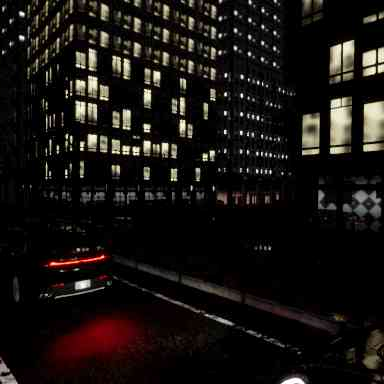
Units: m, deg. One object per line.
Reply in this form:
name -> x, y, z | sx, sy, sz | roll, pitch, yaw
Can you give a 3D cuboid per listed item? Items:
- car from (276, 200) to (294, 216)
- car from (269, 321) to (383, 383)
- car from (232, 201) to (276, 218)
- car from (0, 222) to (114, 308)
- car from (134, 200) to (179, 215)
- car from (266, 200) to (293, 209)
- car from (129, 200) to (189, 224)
car -> 10.323, 1.940, 37.449 | 4.206, 1.307, 1.802 | 1, 0, -40
car -> 2.432, 1.352, 1.321 | 2.097, 1.767, 4.553 | 0, 0, -41
car -> 6.152, 1.836, 33.910 | 4.829, 1.417, 1.752 | 1, 0, -40
car -> -3.658, 1.502, 8.106 | 1.837, 1.490, 4.892 | 0, 0, -41
car -> -3.832, 1.652, 36.430 | 4.829, 1.417, 1.752 | 1, 0, -40
car -> 13.497, 1.886, 51.128 | 4.313, 1.339, 1.947 | 1, 0, -40
car -> -2.578, 1.527, 26.503 | 5.009, 1.841, 2.192 | 1, 0, -40
